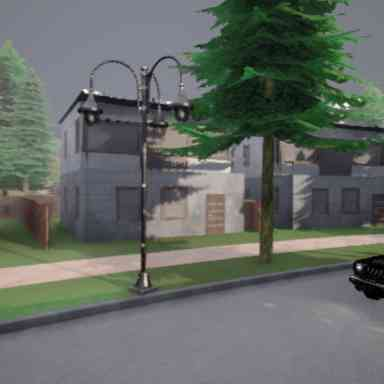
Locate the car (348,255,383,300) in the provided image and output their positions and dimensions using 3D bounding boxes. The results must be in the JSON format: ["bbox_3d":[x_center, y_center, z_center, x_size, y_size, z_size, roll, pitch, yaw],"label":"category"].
[{"bbox_3d":[5.528,1.579,6.838,4.718,1.301,1.895,0,0,-26],"label":"car"}]
